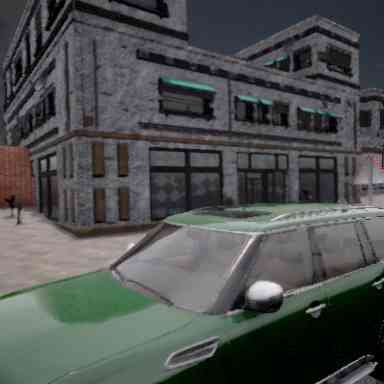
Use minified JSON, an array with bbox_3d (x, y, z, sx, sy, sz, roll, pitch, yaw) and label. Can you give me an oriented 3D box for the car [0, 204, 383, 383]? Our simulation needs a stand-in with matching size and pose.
[{"bbox_3d":[0.554,1.203,3.771,5.566,2.045,2.150,0,0,-36],"label":"car"}]
